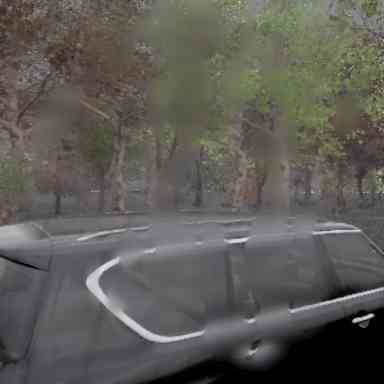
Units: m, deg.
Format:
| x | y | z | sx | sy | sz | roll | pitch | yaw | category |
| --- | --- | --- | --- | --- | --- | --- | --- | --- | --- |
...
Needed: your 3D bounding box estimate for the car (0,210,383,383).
| x | y | z | sx | sy | sz | roll | pitch | yaw | category |
| --- | --- | --- | --- | --- | --- | --- | --- | --- | --- |
| 0.714 | 1.216 | 3.473 | 5.566 | 2.045 | 2.150 | 0 | 0 | -33 | car |
